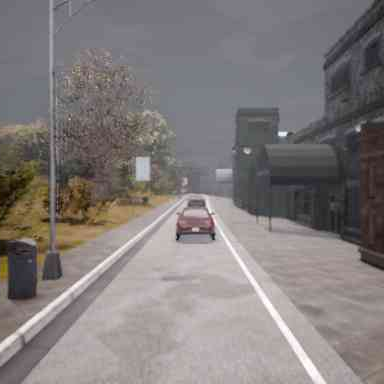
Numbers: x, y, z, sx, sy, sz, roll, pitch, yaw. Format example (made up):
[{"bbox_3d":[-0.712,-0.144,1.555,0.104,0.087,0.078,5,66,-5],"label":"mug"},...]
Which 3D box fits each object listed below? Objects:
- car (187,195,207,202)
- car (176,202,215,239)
[{"bbox_3d":[0.490,1.131,34.816,1.837,1.490,4.892,0,1,1],"label":"car"},{"bbox_3d":[0.178,1.452,16.703,1.812,1.442,4.674,0,0,1],"label":"car"}]
